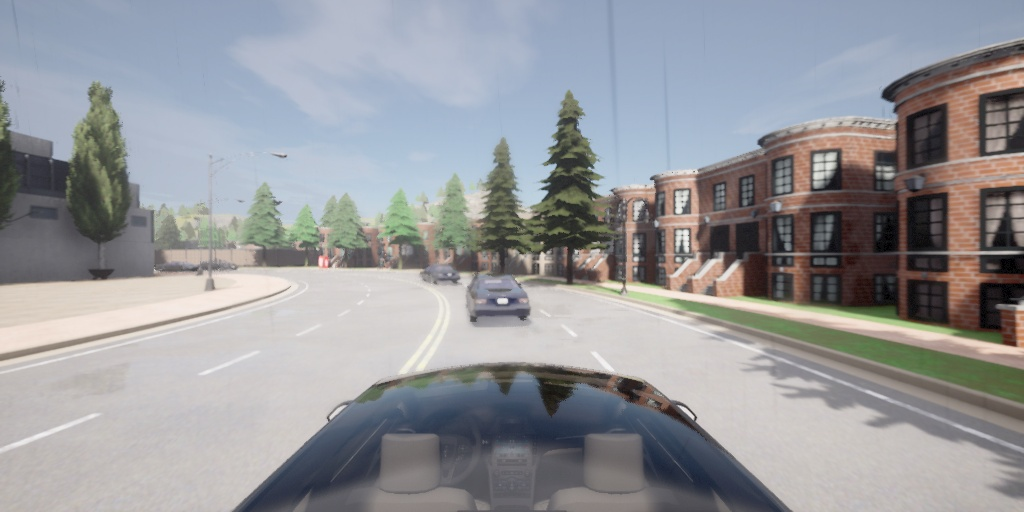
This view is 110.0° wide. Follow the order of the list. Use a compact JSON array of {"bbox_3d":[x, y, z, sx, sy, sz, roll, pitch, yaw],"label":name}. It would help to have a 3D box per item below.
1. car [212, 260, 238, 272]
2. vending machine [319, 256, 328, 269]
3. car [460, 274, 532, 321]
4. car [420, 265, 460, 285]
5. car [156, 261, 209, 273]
[{"bbox_3d":[-39.259,1.334,48.026,4.902,1.511,2.128,0,0,11],"label":"car"},{"bbox_3d":[-29.969,1.055,57.052,0.880,2.100,1.100,0,0,18],"label":"vending machine"},{"bbox_3d":[-0.651,1.319,12.550,2.033,1.411,5.357,0,0,-9],"label":"car"},{"bbox_3d":[-5.531,1.348,27.228,2.033,1.411,5.357,0,0,-28],"label":"car"},{"bbox_3d":[-41.665,1.384,44.970,5.357,1.411,2.033,0,0,9],"label":"car"}]
